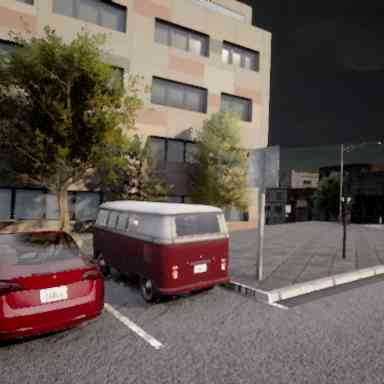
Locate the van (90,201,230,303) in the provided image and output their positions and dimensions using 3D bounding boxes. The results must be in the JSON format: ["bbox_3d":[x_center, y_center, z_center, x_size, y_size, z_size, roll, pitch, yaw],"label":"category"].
[{"bbox_3d":[-1.093,1.246,8.320,1.878,1.987,4.442,0,0,-35],"label":"van"}]

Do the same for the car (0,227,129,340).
[{"bbox_3d":[-3.315,1.501,6.636,2.163,1.488,4.792,0,0,-35],"label":"car"}]
